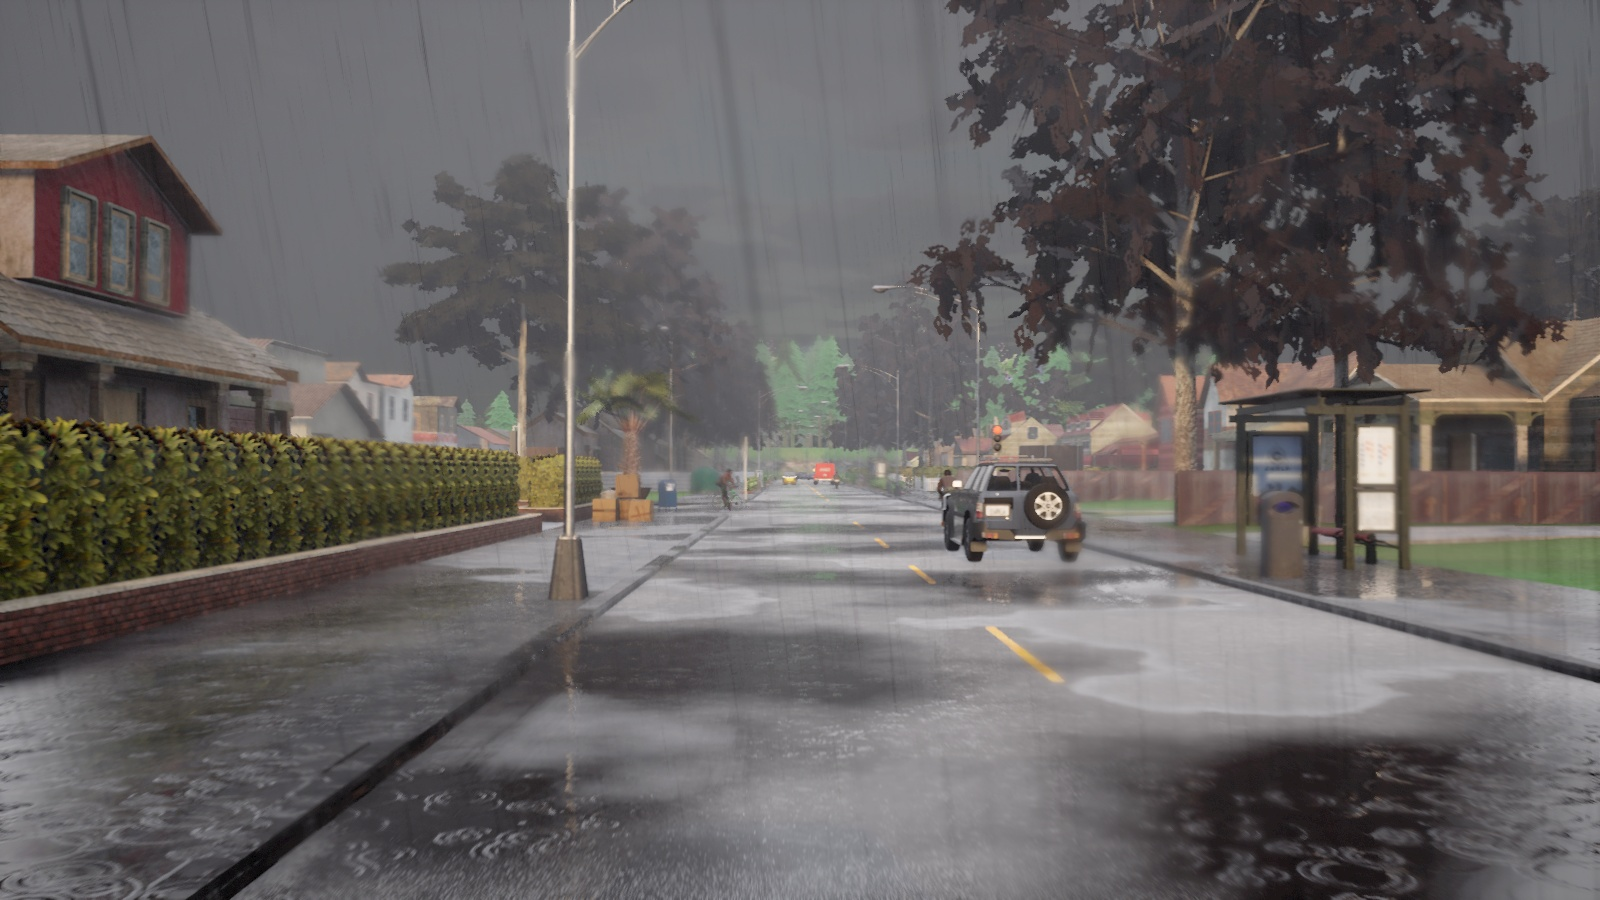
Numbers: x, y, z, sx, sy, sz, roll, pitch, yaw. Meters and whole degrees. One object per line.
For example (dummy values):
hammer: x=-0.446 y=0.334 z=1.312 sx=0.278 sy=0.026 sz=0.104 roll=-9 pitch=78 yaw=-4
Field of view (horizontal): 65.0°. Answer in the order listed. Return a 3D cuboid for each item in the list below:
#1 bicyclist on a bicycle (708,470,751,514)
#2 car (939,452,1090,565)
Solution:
bicyclist on a bicycle: x=-2.683 y=1.578 z=47.781 sx=1.656 sy=1.620 sz=0.582 roll=-1 pitch=1 yaw=42
car: x=3.803 y=1.001 z=23.085 sx=1.932 sy=1.855 sz=4.605 roll=0 pitch=-1 yaw=-1
